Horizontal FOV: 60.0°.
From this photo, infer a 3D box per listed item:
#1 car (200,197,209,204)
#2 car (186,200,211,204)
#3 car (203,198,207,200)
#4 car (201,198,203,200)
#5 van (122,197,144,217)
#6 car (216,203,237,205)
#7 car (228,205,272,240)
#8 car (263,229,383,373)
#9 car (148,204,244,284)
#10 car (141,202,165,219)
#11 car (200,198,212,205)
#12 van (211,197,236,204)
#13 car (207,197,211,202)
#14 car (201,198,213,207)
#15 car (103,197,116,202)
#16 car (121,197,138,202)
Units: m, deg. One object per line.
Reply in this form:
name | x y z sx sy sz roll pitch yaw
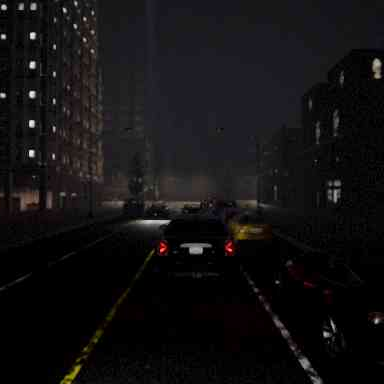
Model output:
car | 2.833 1.949 76.408 1.802 1.307 4.206 1 0 0
car | 0.101 1.625 26.089 2.128 1.511 4.902 0 0 0
car | 2.710 1.506 38.070 2.192 1.841 5.009 1 0 0
car | 2.707 1.809 49.023 1.947 1.339 4.313 1 0 0
van | -5.671 1.507 32.589 1.690 1.788 3.998 1 0 0
car | 2.705 1.662 21.635 2.008 1.369 4.403 1 0 0
car | 2.704 1.609 16.327 1.752 1.417 4.829 1 0 0
car | 2.702 1.595 5.666 1.947 1.339 4.313 1 0 0
car | 0.101 1.403 9.912 2.097 1.767 4.553 0 0 0
car | -3.087 1.718 30.266 1.994 1.385 4.181 0 0 0
car | 2.709 1.869 65.456 2.008 1.369 4.403 1 0 0
van | 2.709 1.479 27.114 1.690 1.788 3.998 1 0 0
car | 2.707 1.605 32.591 1.967 1.590 4.097 1 0 0
car | 2.708 1.859 59.978 1.947 1.339 4.313 1 0 0
car | -23.101 2.012 92.595 4.097 1.590 1.967 -1 -1 1
car | -17.417 2.098 92.538 4.206 1.307 1.802 -1 -1 1
